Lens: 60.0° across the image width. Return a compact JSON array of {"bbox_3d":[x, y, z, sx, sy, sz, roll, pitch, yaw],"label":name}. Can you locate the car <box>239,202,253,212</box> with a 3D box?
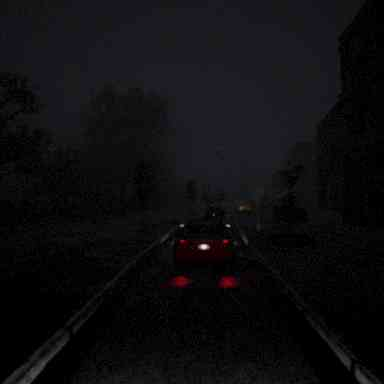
[{"bbox_3d":[8.703,2.363,53.192,2.163,1.488,4.792,0,-1,11],"label":"car"}]

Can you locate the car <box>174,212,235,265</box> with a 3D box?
[{"bbox_3d":[0.471,1.655,12.105,1.994,1.385,4.181,0,-1,3],"label":"car"}]

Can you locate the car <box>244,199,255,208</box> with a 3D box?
[{"bbox_3d":[13.957,2.677,80.415,2.435,2.045,5.566,0,-1,11],"label":"car"}]

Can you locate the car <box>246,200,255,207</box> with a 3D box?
[{"bbox_3d":[14.997,2.917,85.798,2.185,1.767,4.553,0,-1,11],"label":"car"}]

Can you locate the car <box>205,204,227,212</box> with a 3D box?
[{"bbox_3d":[2.272,1.885,32.127,2.128,1.511,4.902,0,-1,7],"label":"car"}]

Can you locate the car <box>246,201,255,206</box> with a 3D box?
[{"bbox_3d":[16.053,3.160,91.264,2.231,1.521,4.892,0,-1,11],"label":"car"}]

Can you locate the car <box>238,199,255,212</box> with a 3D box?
[{"bbox_3d":[7.684,2.212,47.790,2.097,1.535,5.008,-1,-1,10],"label":"car"}]
